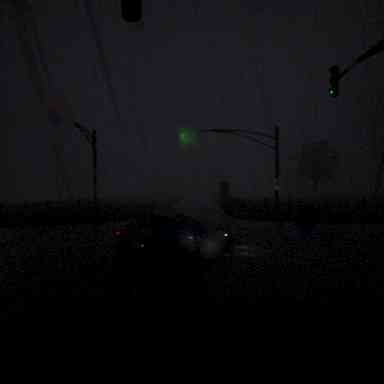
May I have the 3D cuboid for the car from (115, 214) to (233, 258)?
[{"bbox_3d":[-0.624,1.497,12.079,4.181,1.385,1.994,-1,2,2],"label":"car"}]
